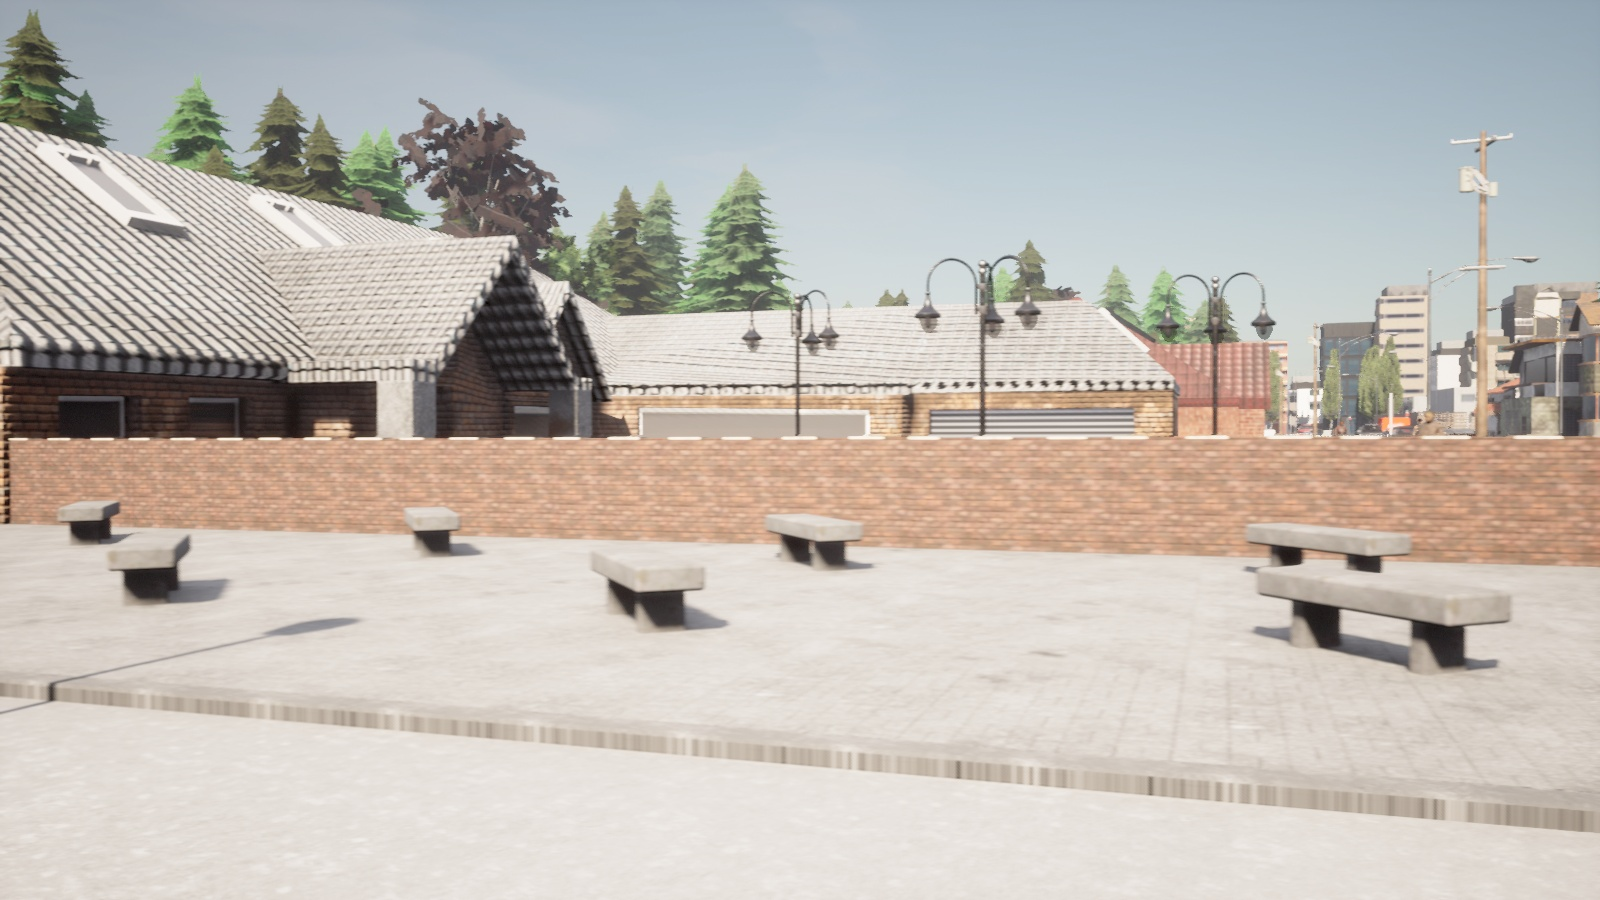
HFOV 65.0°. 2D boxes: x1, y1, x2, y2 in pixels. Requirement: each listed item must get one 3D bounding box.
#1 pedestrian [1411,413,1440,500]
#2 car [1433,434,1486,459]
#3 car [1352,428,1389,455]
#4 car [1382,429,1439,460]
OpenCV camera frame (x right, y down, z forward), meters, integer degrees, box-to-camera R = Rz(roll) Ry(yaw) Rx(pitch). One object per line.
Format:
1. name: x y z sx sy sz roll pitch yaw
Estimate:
1. pedestrian: 13.405 0.138 26.921 0.634 1.846 0.331 -1 1 -43
2. car: 40.692 -0.261 77.613 2.163 1.488 4.792 1 1 19
3. car: 40.079 -0.618 88.311 1.932 1.855 4.605 1 1 18
4. car: 33.767 -0.313 69.600 2.242 1.667 4.611 1 1 19
